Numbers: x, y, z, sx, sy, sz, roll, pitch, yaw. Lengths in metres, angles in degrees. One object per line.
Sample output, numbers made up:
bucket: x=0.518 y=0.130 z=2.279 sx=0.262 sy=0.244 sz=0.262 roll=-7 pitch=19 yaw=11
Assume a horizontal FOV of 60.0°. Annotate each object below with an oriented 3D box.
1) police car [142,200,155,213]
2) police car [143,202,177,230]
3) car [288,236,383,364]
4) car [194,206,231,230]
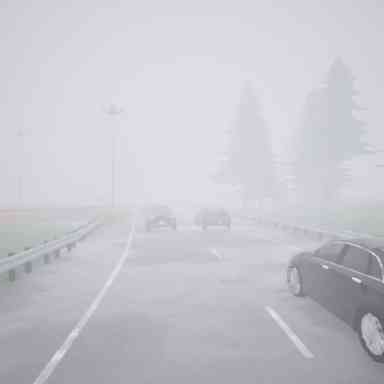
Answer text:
police car: x=-5.018 y=1.836 z=40.186 sx=1.930 sy=1.638 sz=5.238 roll=0 pitch=-1 yaw=-10
police car: x=-2.205 y=1.745 z=23.043 sx=2.038 sy=1.542 sz=4.974 roll=0 pitch=0 yaw=-8
car: x=3.262 y=1.555 z=5.937 sx=1.837 sy=1.490 sz=4.892 roll=0 pitch=-1 yaw=-3
car: x=1.350 y=1.716 z=22.931 sx=2.128 sy=1.511 sz=4.902 roll=0 pitch=-1 yaw=-8
